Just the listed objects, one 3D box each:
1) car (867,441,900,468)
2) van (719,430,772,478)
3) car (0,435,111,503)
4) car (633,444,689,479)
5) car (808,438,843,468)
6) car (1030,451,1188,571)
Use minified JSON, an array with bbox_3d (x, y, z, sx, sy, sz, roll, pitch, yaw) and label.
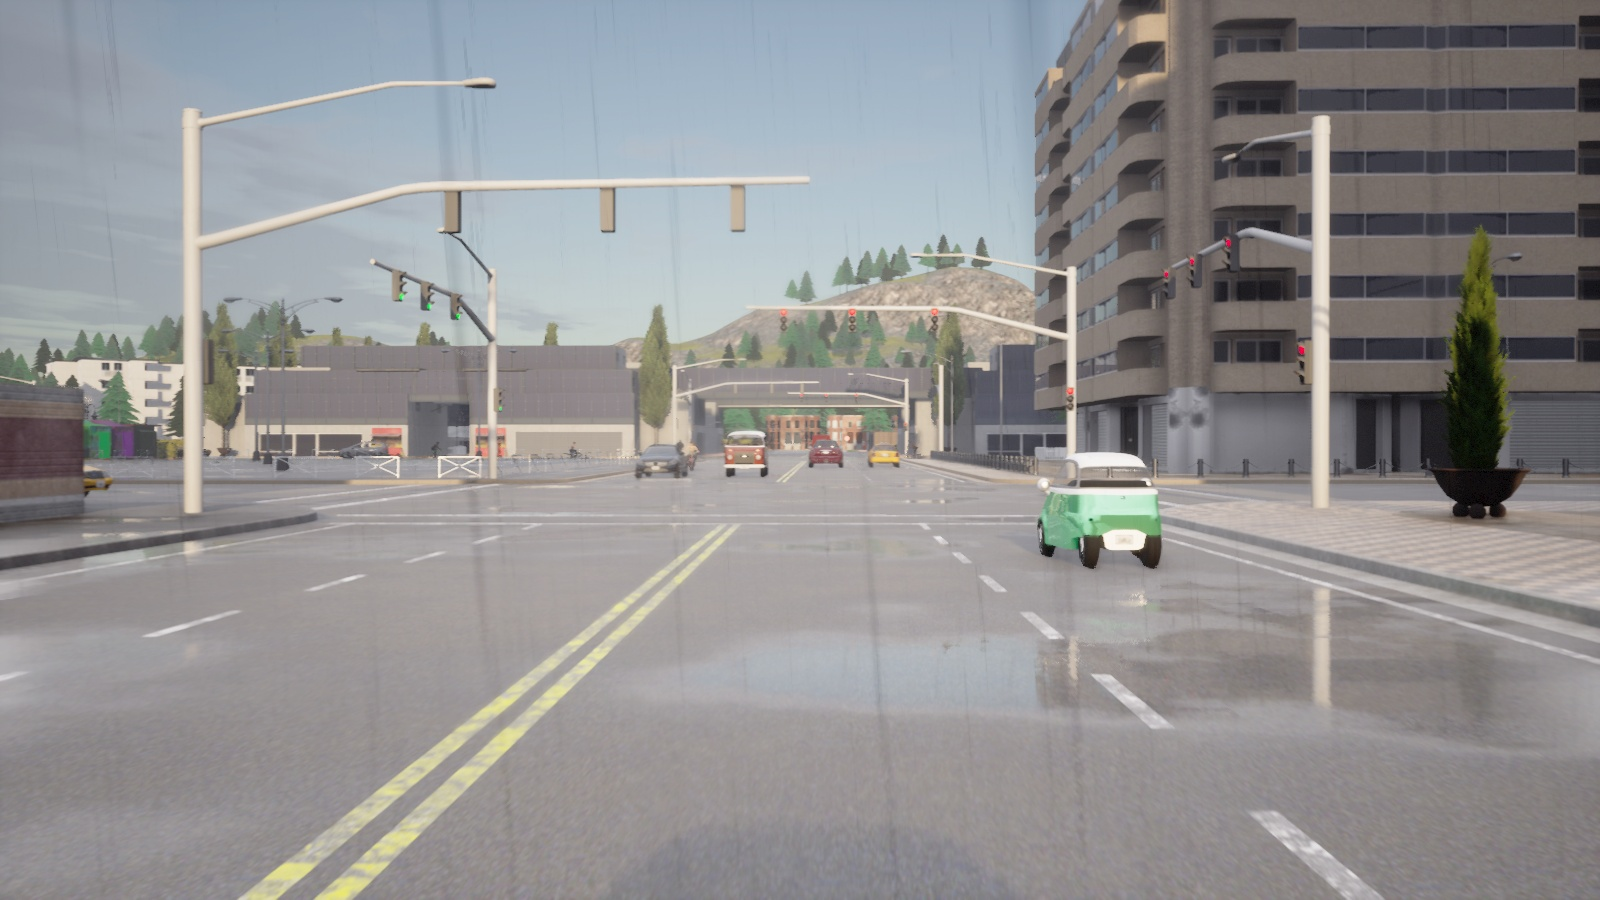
[{"bbox_3d":[5.033,0.261,76.282,1.801,1.575,5.366,0,0,1],"label":"car"},{"bbox_3d":[-2.377,0.154,55.774,2.069,2.038,4.480,0,0,1],"label":"van"},{"bbox_3d":[-19.862,0.440,30.447,5.366,1.575,1.801,0,0,1],"label":"car"},{"bbox_3d":[-5.916,0.463,53.830,1.812,1.442,4.674,0,0,1],"label":"car"},{"bbox_3d":[1.546,0.173,76.991,2.097,1.767,4.553,0,0,1],"label":"car"},{"bbox_3d":[3.829,0.716,15.859,1.481,1.376,2.207,0,1,1],"label":"car"}]
